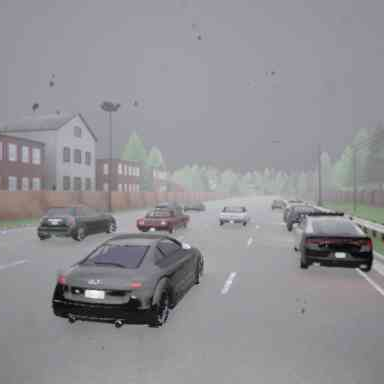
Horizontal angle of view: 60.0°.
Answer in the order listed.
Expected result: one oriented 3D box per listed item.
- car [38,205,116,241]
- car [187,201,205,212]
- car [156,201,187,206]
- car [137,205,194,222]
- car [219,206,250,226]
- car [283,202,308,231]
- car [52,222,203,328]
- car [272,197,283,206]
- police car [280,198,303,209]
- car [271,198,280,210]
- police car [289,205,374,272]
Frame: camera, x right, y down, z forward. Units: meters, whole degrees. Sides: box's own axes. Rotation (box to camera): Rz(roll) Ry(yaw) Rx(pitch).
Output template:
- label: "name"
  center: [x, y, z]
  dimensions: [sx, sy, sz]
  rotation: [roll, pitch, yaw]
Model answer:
- label: "car"
  center: [-5.780, 1.450, 17.311]
  dimensions: [2.097, 1.767, 4.553]
  rotation: [0, 0, 14]
- label: "car"
  center: [0.366, 1.773, 42.237]
  dimensions: [1.994, 1.385, 4.181]
  rotation: [0, 0, 14]
- label: "car"
  center: [-2.213, 1.667, 31.786]
  dimensions: [1.837, 1.490, 4.892]
  rotation: [0, 0, 14]
- label: "car"
  center: [-1.551, 1.703, 19.838]
  dimensions: [1.895, 1.301, 4.718]
  rotation: [0, 0, 14]
- label: "car"
  center: [3.250, 1.716, 24.698]
  dimensions: [1.895, 1.301, 4.718]
  rotation: [0, 0, 14]
- label: "car"
  center: [6.884, 1.595, 20.850]
  dimensions: [1.837, 1.490, 4.892]
  rotation: [0, 0, 14]
- label: "car"
  center: [-1.056, 1.602, 7.225]
  dimensions: [1.994, 1.385, 4.181]
  rotation: [0, 0, 14]
- label: "car"
  center: [15.614, 1.745, 60.658]
  dimensions: [1.882, 1.535, 5.008]
  rotation: [0, 0, 14]
- label: "police car"
  center: [8.346, 1.540, 26.783]
  dimensions: [1.930, 1.638, 5.238]
  rotation: [0, 0, 14]
- label: "car"
  center: [12.052, 1.767, 46.204]
  dimensions: [1.994, 1.385, 4.181]
  rotation: [0, 0, 14]
- label: "police car"
  center: [4.518, 1.472, 11.248]
  dimensions: [1.930, 1.638, 5.238]
  rotation: [0, 0, 14]
